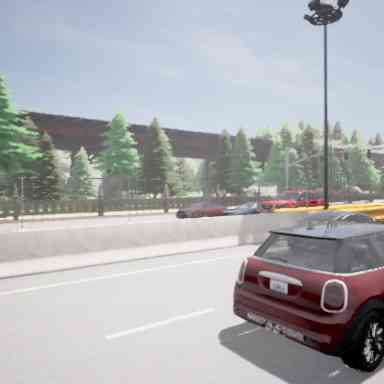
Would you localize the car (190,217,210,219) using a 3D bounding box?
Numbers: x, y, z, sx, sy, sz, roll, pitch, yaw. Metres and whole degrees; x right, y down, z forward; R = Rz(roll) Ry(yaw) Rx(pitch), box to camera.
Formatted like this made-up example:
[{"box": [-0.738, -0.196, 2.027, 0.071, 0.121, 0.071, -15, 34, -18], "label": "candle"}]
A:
[{"box": [0.843, 1.442, 25.987, 4.181, 1.385, 1.994, 0, 0, -35], "label": "car"}]

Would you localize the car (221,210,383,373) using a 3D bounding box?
[{"box": [2.927, 1.307, 5.832, 4.553, 1.767, 2.097, 0, 0, -36], "label": "car"}]

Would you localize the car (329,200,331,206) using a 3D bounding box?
[{"box": [6.716, 0.892, 21.548, 5.566, 2.045, 2.150, -1, 0, -35], "label": "car"}]

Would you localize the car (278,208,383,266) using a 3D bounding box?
[{"box": [5.447, 1.416, 11.925, 4.892, 1.490, 1.837, 0, 0, -35], "label": "car"}]
